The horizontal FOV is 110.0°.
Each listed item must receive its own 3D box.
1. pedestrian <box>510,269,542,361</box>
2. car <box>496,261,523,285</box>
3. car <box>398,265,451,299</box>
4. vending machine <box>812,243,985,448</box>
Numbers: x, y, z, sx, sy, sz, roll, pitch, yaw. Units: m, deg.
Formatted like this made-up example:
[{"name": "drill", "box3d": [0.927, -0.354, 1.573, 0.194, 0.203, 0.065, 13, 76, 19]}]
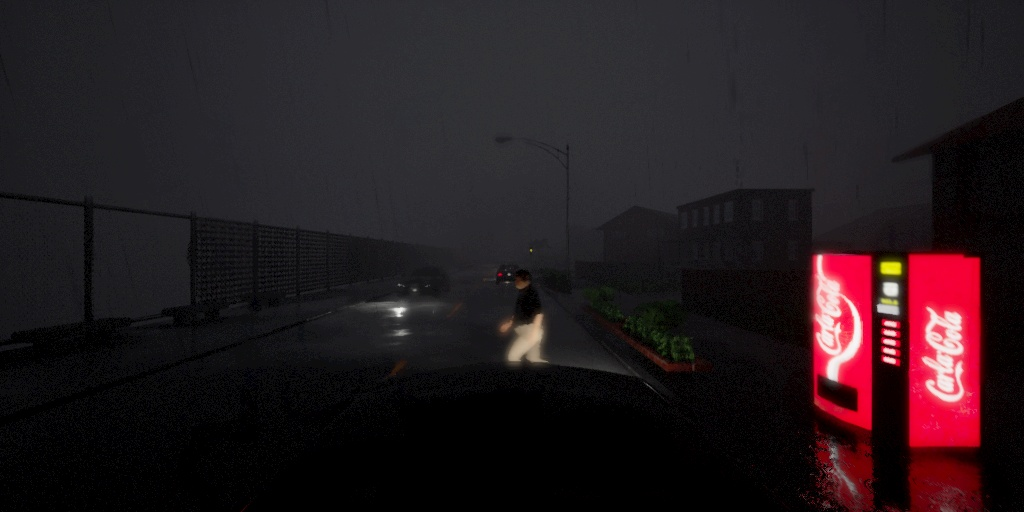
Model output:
[{"name": "pedestrian", "box3d": [0.191, 1.041, 5.090, 0.375, 1.860, 0.375, 0, 0, -1]}, {"name": "car", "box3d": [-0.199, 1.277, 26.107, 2.033, 1.411, 5.357, 0, 0, 0]}, {"name": "car", "box3d": [-4.289, 1.241, 18.113, 1.837, 1.490, 4.892, 0, 0, -1]}, {"name": "vending machine", "box3d": [4.275, 0.943, 4.088, 1.100, 2.100, 0.880, 0, 0, -1]}]
